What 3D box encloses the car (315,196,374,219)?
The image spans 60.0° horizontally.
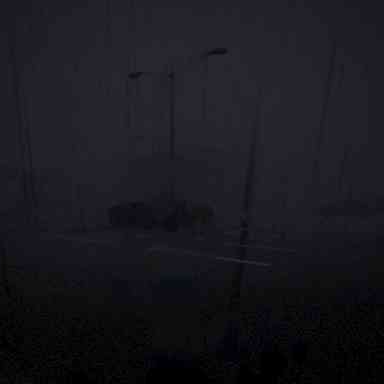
[{"bbox_3d":[12.166,1.312,26.648,3.633,1.501,1.845,0,0,36],"label":"car"}]

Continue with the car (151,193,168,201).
[{"bbox_3d":[-7.627,1.245,78.934,1.905,1.878,3.866,0,0,36],"label":"car"}]

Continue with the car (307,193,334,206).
[{"bbox_3d":[19.111,1.343,49.313,3.806,1.475,1.970,0,0,36],"label":"car"}]

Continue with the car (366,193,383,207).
[{"bbox_3d":[25.989,1.091,44.353,4.605,1.855,1.932,0,0,36],"label":"car"}]

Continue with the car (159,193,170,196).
[{"bbox_3d":[-5.603,1.419,72.095,2.242,1.667,4.611,0,0,36],"label":"car"}]

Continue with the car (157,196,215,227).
[{"bbox_3d":[-1.010,1.313,21.588,5.027,1.636,2.152,0,0,36],"label":"car"}]

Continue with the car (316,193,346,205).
[{"bbox_3d":[21.563,1.060,51.641,3.866,1.878,1.905,0,0,36],"label":"car"}]

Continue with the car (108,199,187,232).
[{"bbox_3d":[-2.814,1.322,19.021,4.514,1.523,2.007,0,0,36],"label":"car"}]

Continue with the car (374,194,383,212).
[{"bbox_3d":[18.082,1.290,34.701,4.514,1.523,2.007,0,0,36],"label":"car"}]
